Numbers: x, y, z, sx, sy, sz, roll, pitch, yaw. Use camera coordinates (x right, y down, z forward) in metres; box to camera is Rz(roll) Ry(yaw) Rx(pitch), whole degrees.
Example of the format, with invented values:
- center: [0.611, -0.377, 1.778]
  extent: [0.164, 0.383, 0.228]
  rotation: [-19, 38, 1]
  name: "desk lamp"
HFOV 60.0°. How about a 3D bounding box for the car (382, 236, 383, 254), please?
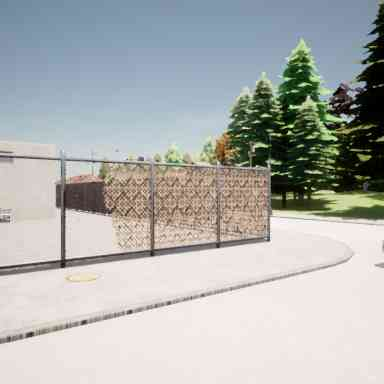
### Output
- center: [8.279, 1.222, 10.524]
  extent: [5.566, 2.045, 2.150]
  rotation: [0, 0, -36]
  name: "car"
